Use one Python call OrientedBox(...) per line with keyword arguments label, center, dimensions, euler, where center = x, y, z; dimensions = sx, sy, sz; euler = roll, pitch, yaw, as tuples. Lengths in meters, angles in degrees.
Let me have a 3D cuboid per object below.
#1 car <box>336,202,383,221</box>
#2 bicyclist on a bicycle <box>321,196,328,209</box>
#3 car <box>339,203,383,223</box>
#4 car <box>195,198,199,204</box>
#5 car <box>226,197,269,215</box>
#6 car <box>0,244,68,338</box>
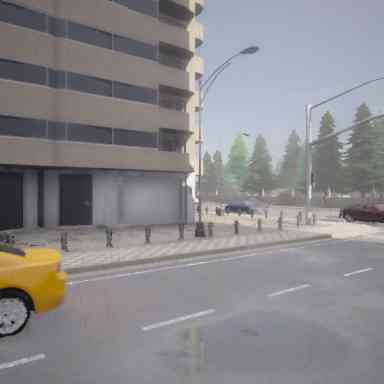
OrientedBox(label="car", center=(14.746, 1.618, 28.260), dimensions=(1.994, 1.385, 4.181), euler=(0, 0, -36))
OrientedBox(label="bicyclist on a bicycle", center=(17.327, 1.356, 43.456), dimensions=(1.656, 1.620, 0.582), euler=(0, 0, -36))
OrientedBox(label="car", center=(12.867, 1.506, 23.153), dimensions=(1.882, 1.535, 5.008), euler=(1, -1, -20))
OrientedBox(label="car", center=(-0.537, 1.581, 61.748), dimensions=(1.812, 1.442, 4.674), euler=(0, 0, -36))
OrientedBox(label="car", center=(5.549, 1.582, 35.031), dimensions=(1.812, 1.442, 4.674), euler=(0, 0, -36))
OrientedBox(label="car", center=(-4.550, 1.477, 5.034), dimensions=(5.008, 1.535, 1.882), euler=(0, 0, -35))
